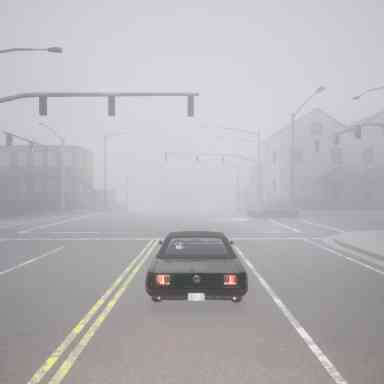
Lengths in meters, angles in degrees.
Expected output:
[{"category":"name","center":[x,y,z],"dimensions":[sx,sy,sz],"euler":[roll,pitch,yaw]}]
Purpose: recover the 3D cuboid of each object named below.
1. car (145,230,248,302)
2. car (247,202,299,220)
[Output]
[{"category":"car","center":[0.102,1.601,8.199],"dimensions":[1.895,1.301,4.718],"euler":[0,0,0]},{"category":"car","center":[6.690,1.567,27.601],"dimensions":[4.181,1.385,1.994],"euler":[0,0,-10]}]
